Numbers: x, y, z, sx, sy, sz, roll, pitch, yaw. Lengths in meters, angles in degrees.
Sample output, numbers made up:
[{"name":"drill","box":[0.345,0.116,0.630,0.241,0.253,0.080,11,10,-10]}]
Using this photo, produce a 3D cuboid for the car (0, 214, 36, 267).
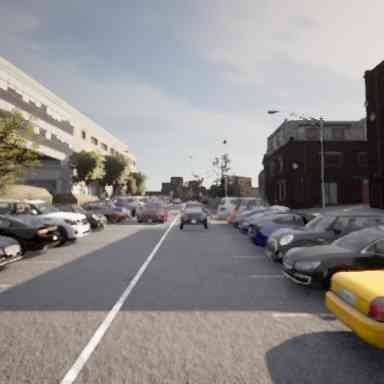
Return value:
[{"name":"car","box":[-7.652,1.562,9.792,4.892,1.521,2.231,0,0,0]}]

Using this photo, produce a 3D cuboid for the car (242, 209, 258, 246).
[{"name":"car","box":[4.716,1.625,13.742,4.792,1.488,2.163,0,0,0]}]

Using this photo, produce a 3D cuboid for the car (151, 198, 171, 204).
[{"name":"car","box":[-7.572,2.179,82.424,4.792,1.488,2.163,0,0,0]}]

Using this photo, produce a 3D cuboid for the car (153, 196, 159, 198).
[{"name":"car","box":[-7.652,1.752,48.901,4.553,1.767,2.185,0,0,0]}]

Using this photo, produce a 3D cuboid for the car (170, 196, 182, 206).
[{"name":"car","box":[-2.962,2.074,67.719,1.812,1.442,4.674,0,0,0]}]

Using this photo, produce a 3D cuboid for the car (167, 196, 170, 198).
[{"name":"car","box":[-7.636,2.089,71.249,4.792,1.488,2.163,0,0,0]}]

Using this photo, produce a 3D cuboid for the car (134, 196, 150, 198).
[{"name":"car","box":[-7.657,1.513,34.935,5.566,2.045,2.435,0,0,0]}]

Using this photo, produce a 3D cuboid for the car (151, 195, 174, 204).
[{"name":"car","box":[-7.571,1.921,85.220,5.566,2.045,2.435,0,0,0]}]

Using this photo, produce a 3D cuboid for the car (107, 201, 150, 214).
[{"name":"car","box":[-7.655,1.840,40.518,4.792,1.488,2.163,0,0,0]}]

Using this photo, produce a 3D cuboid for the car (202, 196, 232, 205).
[{"name":"car","box":[4.749,1.790,68.728,5.566,2.045,2.435,0,0,0]}]

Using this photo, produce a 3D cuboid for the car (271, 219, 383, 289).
[{"name":"car","box":[4.690,1.550,7.992,4.892,1.521,2.231,0,0,0]}]

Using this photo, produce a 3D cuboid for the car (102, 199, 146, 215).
[{"name":"car","box":[-7.597,1.662,37.728,4.553,1.767,2.185,0,0,0]}]

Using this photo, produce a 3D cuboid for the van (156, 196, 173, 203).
[{"name":"van","box":[-7.711,2.081,93.574,4.442,1.987,1.878,0,-1,0]}]

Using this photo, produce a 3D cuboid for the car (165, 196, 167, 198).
[{"name":"car","box":[-7.581,1.866,62.868,4.553,1.767,2.185,0,0,0]}]

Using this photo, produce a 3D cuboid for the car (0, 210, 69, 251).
[{"name":"car","box":[-7.638,1.583,12.584,5.008,1.535,2.097,0,0,0]}]

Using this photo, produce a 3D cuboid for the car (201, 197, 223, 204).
[{"name":"car","box":[4.915,2.150,82.555,5.366,1.575,1.946,0,0,0]}]

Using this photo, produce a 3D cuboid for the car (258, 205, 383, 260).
[{"name":"car","box":[4.717,1.446,10.806,4.553,1.767,2.185,0,0,0]}]

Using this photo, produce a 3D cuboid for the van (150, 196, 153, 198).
[{"name":"van","box":[-7.741,1.607,43.316,4.442,1.987,1.878,0,0,0]}]

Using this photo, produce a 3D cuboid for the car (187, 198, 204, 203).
[{"name":"car","box":[0.125,1.812,40.867,1.882,1.535,5.008,0,0,0]}]

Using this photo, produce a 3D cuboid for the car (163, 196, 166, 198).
[{"name":"car","box":[-7.608,1.970,60.076,4.892,1.521,2.231,0,0,0]}]

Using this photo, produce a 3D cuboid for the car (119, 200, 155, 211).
[{"name":"car","box":[-7.621,1.895,46.108,4.674,1.452,2.002,0,0,0]}]

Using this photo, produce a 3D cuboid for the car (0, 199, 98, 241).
[{"name":"car","box":[-7.614,1.355,15.381,5.566,2.045,2.435,0,0,0]}]

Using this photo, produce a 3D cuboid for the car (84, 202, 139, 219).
[{"name":"car","box":[-7.661,1.772,32.140,4.792,1.488,2.163,0,0,0]}]

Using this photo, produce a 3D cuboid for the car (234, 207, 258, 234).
[{"name":"car","box":[4.686,1.659,16.681,4.674,1.452,2.002,0,0,0]}]

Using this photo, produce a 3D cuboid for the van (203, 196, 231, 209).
[{"name":"van","box":[4.836,1.792,65.936,4.442,1.987,1.878,0,0,0]}]

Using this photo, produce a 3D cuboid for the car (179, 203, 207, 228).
[{"name":"car","box":[0.115,1.719,23.487,1.812,1.442,4.674,0,0,0]}]

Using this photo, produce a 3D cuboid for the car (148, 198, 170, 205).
[{"name":"car","box":[-7.634,2.134,76.837,4.792,1.488,2.163,0,0,0]}]

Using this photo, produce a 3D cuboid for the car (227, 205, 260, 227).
[{"name":"car","box":[4.688,1.684,19.744,4.674,1.452,2.002,0,0,0]}]

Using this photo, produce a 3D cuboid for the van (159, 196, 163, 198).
[{"name":"van","box":[-7.501,1.697,54.490,4.442,1.987,1.878,0,0,0]}]

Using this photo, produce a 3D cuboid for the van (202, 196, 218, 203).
[{"name":"van","box":[4.851,2.024,91.041,4.442,1.987,1.878,0,-1,0]}]

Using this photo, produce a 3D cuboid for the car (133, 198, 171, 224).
[{"name":"car","box":[-3.083,1.571,26.728,2.097,1.767,4.553,0,0,0]}]

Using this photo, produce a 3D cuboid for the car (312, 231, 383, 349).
[{"name":"car","box":[4.867,1.521,4.929,5.366,1.575,1.946,0,0,0]}]

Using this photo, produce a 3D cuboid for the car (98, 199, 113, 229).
[{"name":"car","box":[-7.670,1.525,20.842,4.553,1.767,2.185,0,0,0]}]

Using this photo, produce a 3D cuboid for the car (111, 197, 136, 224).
[{"name":"car","box":[-7.665,1.594,29.348,4.553,1.767,2.185,0,0,0]}]
